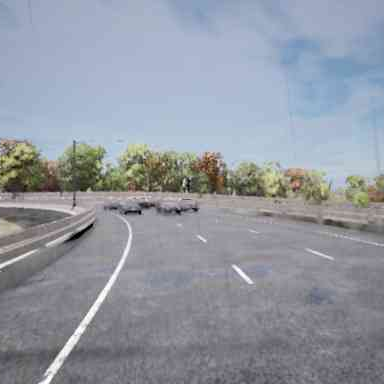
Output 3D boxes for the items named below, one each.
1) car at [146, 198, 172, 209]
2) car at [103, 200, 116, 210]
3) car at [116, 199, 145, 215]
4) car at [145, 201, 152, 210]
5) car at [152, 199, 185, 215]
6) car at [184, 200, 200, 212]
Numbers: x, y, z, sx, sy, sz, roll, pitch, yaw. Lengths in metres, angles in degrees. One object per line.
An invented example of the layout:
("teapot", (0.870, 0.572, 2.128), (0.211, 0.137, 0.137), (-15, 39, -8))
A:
("car", (-5.134, 1.757, 50.842), (2.128, 1.511, 4.902), (0, 0, -29))
("car", (-11.413, 1.884, 47.720), (1.994, 1.385, 4.181), (0, 0, -29))
("car", (-7.039, 1.795, 37.754), (1.994, 1.385, 4.181), (-1, 0, -22))
("car", (-7.817, 1.761, 48.386), (1.882, 1.535, 5.008), (0, 0, -26))
("car", (-2.614, 1.778, 35.968), (1.895, 1.301, 4.718), (-1, 0, -19))
("car", (-0.810, 1.726, 41.141), (2.033, 1.411, 5.357), (-1, 0, -23))
